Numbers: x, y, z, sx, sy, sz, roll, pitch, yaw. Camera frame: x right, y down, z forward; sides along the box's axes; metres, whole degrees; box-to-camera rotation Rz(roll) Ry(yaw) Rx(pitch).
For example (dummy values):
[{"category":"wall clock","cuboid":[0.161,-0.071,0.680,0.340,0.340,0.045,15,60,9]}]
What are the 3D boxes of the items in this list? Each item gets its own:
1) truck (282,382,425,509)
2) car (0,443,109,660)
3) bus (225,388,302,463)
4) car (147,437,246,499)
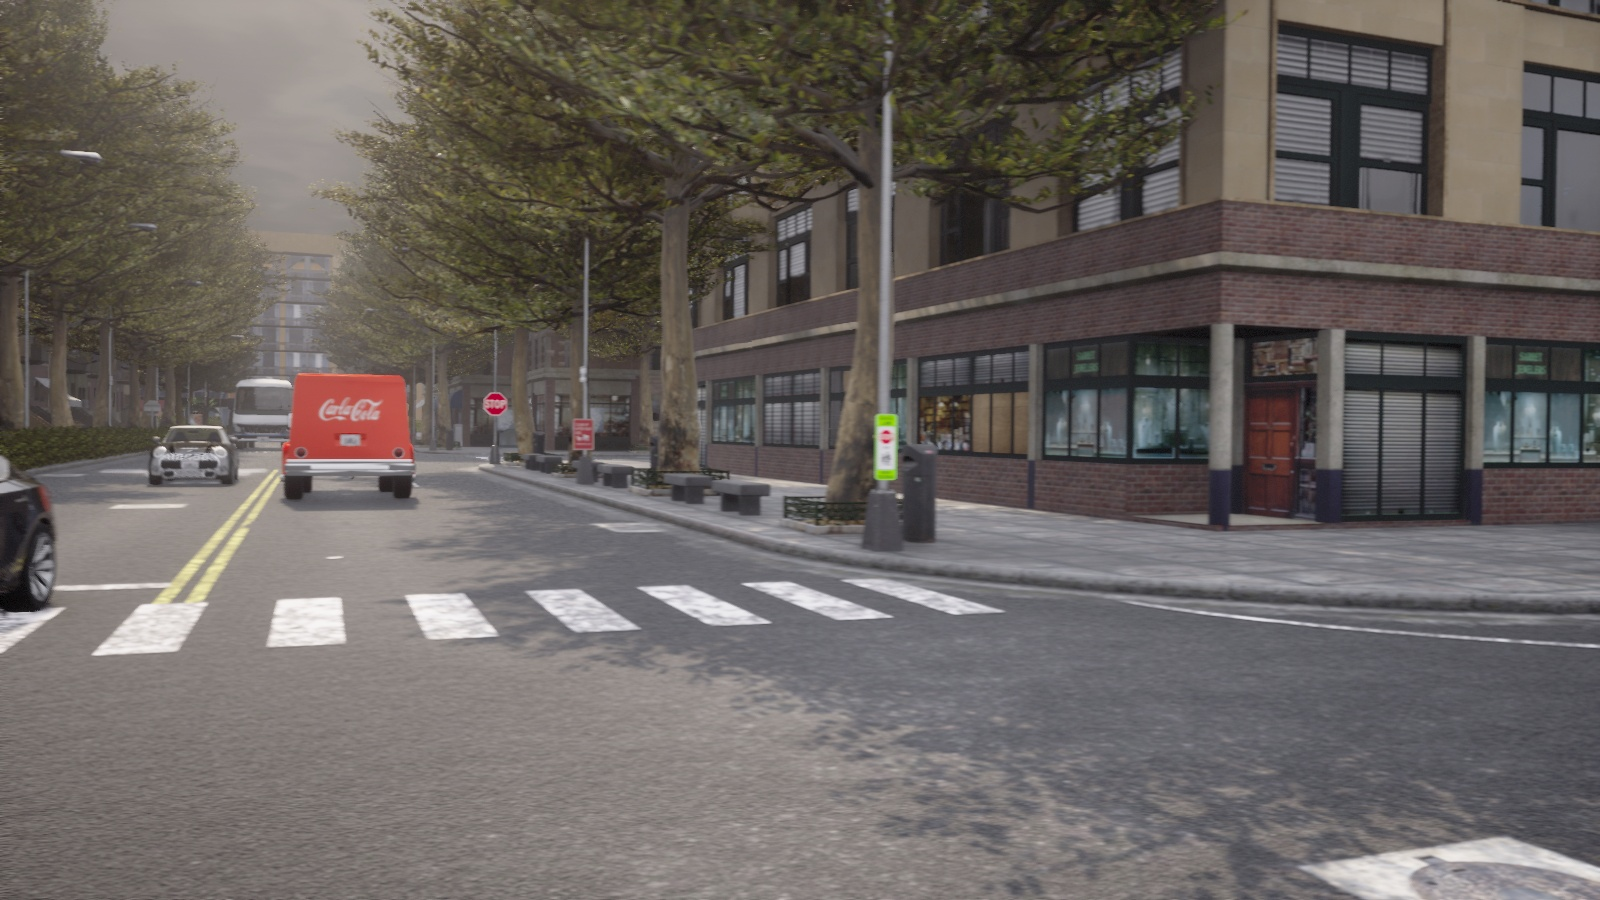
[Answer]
[{"category":"truck","cuboid":[-9.753,-0.054,27.286,2.627,2.467,5.204,-1,-1,-21]},{"category":"car","cuboid":[-6.654,0.730,8.586,2.163,1.488,4.792,-1,1,-14]},{"category":"bus","cuboid":[-32.727,-1.478,77.016,3.944,4.253,10.273,-1,1,-21]},{"category":"car","cuboid":[-15.385,0.406,32.170,1.970,1.475,3.806,-1,1,-21]}]
